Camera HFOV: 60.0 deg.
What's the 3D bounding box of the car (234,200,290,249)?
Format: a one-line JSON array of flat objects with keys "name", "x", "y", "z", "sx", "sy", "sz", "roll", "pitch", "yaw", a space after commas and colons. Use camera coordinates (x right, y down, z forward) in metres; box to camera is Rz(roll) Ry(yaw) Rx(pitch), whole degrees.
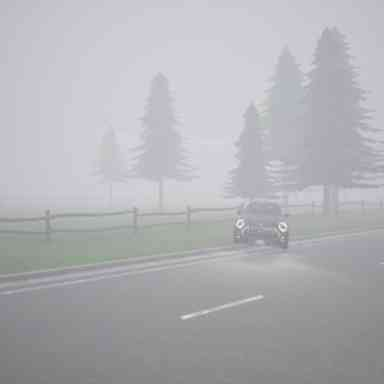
[{"name": "car", "x": 3.078, "y": 1.196, "z": 14.375, "sx": 2.097, "sy": 1.767, "sz": 4.553, "roll": 3, "pitch": 2, "yaw": 14}]
